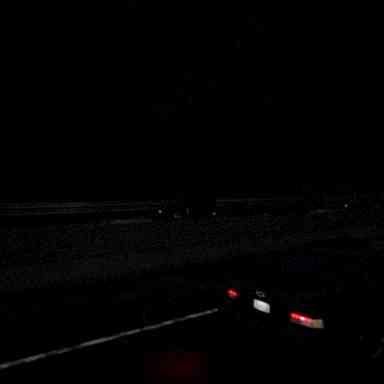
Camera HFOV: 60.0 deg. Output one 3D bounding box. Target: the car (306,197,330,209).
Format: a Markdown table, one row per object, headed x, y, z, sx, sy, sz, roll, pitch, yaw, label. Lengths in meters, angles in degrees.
| x | y | z | sx | sy | sz | roll | pitch | yaw | label |
| --- | --- | --- | --- | --- | --- | --- | --- | --- | --- |
| 14.525 | 1.344 | 39.699 | 4.892 | 1.490 | 1.837 | -1 | 0 | -35 | car |

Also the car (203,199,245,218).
| x | y | z | sx | sy | sz | roll | pitch | yaw | label |
| --- | --- | --- | --- | --- | --- | --- | --- | --- | --- |
| 3.408 | 1.530 | 27.622 | 4.181 | 1.385 | 1.994 | 0 | 0 | -35 | car |

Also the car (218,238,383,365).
| x | y | z | sx | sy | sz | roll | pitch | yaw | label |
| --- | --- | --- | --- | --- | --- | --- | --- | --- | --- |
| 2.968 | 1.548 | 5.832 | 5.357 | 1.411 | 2.033 | 0 | 0 | -35 | car |

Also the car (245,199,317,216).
| x | y | z | sx | sy | sz | roll | pitch | yaw | label |
| --- | --- | --- | --- | --- | --- | --- | --- | --- | --- |
| 7.021 | 1.502 | 25.995 | 5.357 | 1.411 | 2.033 | 0 | 0 | -35 | car |

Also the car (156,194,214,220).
| x | y | z | sx | sy | sz | roll | pitch | yaw | label |
| --- | --- | --- | --- | --- | --- | --- | --- | --- | --- |
| -0.398 | 1.199 | 28.473 | 5.566 | 2.045 | 2.150 | 0 | 0 | -38 | car |

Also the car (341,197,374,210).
| x | y | z | sx | sy | sz | roll | pitch | yaw | label |
| --- | --- | --- | --- | --- | --- | --- | --- | --- | --- |
| 19.359 | 1.288 | 38.848 | 4.902 | 1.511 | 2.128 | -1 | 0 | -35 | car |
